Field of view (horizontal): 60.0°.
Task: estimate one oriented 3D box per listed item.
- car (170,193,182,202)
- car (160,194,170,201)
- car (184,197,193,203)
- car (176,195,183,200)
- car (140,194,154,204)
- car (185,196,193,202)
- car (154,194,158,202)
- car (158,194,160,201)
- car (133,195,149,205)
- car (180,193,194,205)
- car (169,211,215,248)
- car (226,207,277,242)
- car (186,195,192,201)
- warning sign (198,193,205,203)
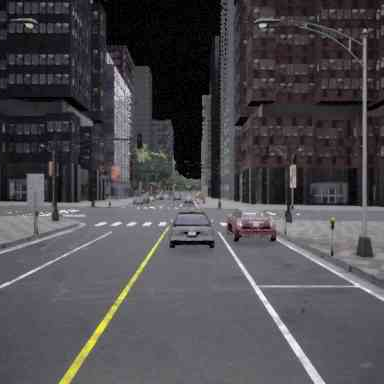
[{"bbox_3d":[-3.499,1.385,80.447,2.097,1.767,4.553,0,0,0],"label":"car"},{"bbox_3d":[-6.528,1.539,85.045,1.812,1.442,4.674,0,0,0],"label":"car"},{"bbox_3d":[-0.665,1.613,68.512,1.802,1.307,4.206,0,0,0],"label":"car"},{"bbox_3d":[-3.584,1.582,94.238,1.812,1.442,4.674,0,0,0],"label":"car"},{"bbox_3d":[-9.157,1.334,63.039,2.192,1.841,5.009,0,0,0],"label":"car"},{"bbox_3d":[-0.733,1.602,79.362,1.887,1.381,4.507,0,0,0],"label":"car"},{"bbox_3d":[-9.223,1.569,73.720,1.752,1.417,4.829,0,0,0],"label":"car"},{"bbox_3d":[-9.325,1.667,90.168,1.802,1.307,4.206,0,0,0],"label":"car"},{"bbox_3d":[-9.123,1.573,57.613,1.947,1.339,4.313,0,0,0],"label":"car"},{"bbox_3d":[-0.598,1.447,57.663,1.967,1.590,4.097,0,0,0],"label":"car"},{"bbox_3d":[0.000,1.563,14.650,2.033,1.411,5.357,0,0,0],"label":"car"},{"bbox_3d":[2.762,1.439,16.269,1.967,1.590,4.097,0,0,0],"label":"car"},{"bbox_3d":[-0.801,1.611,90.382,1.752,1.417,4.829,0,0,0],"label":"car"},{"bbox_3d":[1.690,1.130,61.348,1.300,1.860,1.060,0,0,0],"label":"warning sign"}]
